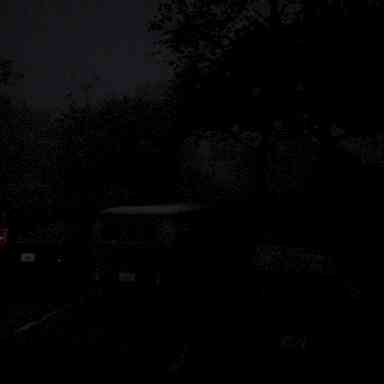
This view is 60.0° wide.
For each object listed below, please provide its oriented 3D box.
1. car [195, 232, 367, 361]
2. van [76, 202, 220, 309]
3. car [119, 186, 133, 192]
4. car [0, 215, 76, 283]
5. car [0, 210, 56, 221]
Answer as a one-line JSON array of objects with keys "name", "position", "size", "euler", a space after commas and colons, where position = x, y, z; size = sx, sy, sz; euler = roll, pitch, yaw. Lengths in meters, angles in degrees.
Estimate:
[{"name": "car", "position": [1.803, 1.487, 6.134], "size": [2.231, 1.521, 4.892], "euler": [0, -1, 16]}, {"name": "van", "position": [-0.563, 1.265, 7.964], "size": [1.878, 1.987, 4.442], "euler": [0, -1, 16]}, {"name": "car", "position": [-11.002, -0.686, 59.101], "size": [1.895, 1.301, 4.718], "euler": [1, 5, 38]}, {"name": "car", "position": [-2.979, 1.522, 9.588], "size": [2.163, 1.488, 4.792], "euler": [0, -1, 15]}, {"name": "car", "position": [-5.389, 1.369, 11.243], "size": [2.185, 1.767, 4.553], "euler": [0, -1, 15]}]
